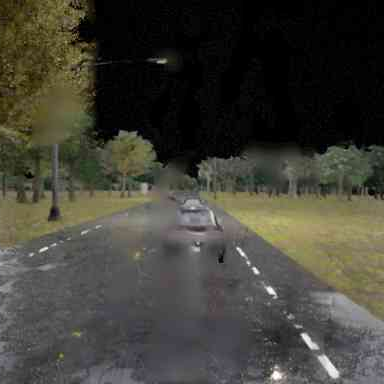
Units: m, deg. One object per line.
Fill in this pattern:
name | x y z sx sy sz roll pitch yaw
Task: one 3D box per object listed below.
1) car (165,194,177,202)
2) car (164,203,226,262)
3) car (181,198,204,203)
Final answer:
car | -3.622 1.000 56.984 1.895 1.301 4.718 1 0 0
car | 0.086 1.351 11.613 2.128 1.511 4.902 1 1 0
car | 0.066 1.199 27.686 1.994 1.385 4.181 1 1 0
